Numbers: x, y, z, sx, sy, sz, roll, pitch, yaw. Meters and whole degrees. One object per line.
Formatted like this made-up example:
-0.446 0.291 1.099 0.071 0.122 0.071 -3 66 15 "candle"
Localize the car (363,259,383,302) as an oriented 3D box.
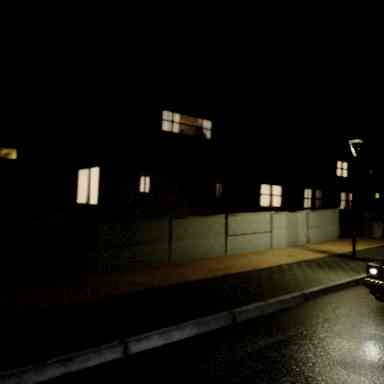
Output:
5.672 1.620 7.085 4.718 1.301 1.895 0 0 -35 "car"
